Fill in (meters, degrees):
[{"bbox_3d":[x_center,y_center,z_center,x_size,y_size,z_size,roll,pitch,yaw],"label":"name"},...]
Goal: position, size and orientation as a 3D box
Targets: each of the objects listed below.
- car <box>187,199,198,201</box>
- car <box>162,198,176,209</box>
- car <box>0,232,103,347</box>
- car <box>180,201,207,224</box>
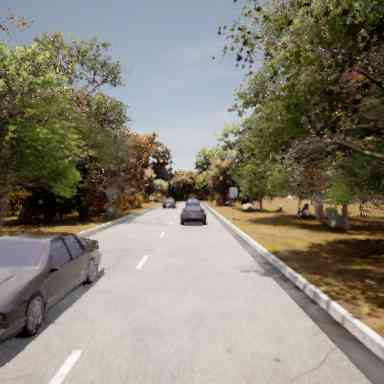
[{"bbox_3d":[0.109,1.658,42.453,1.882,1.535,5.008,0,0,0],"label":"car"},{"bbox_3d":[-3.318,1.693,48.907,2.128,1.511,4.902,0,0,0],"label":"car"},{"bbox_3d":[-3.349,1.581,6.891,2.033,1.411,5.357,0,0,0],"label":"car"},{"bbox_3d":[0.105,1.680,25.823,1.994,1.385,4.181,0,0,0],"label":"car"}]
